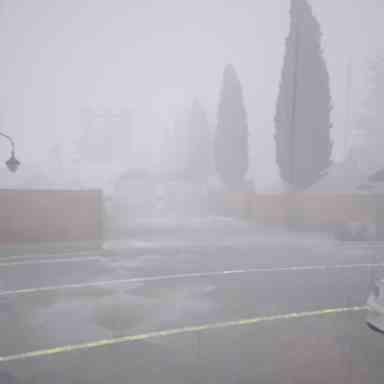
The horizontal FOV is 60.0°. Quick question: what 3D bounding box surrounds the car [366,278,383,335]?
[{"bbox_3d":[4.853,1.568,4.839,4.674,1.442,1.812,0,-1,-14],"label":"car"}]
